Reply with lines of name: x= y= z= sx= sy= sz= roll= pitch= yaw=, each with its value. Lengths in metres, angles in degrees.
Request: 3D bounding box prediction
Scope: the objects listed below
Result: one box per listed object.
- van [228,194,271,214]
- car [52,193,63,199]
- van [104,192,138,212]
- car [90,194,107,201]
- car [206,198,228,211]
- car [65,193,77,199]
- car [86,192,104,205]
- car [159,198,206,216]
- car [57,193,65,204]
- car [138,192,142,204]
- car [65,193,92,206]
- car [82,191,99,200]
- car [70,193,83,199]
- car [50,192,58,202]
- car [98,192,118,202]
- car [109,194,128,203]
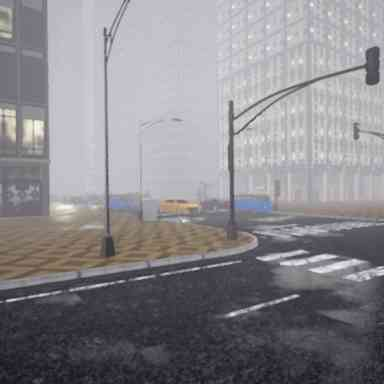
van: x=5.511 y=1.093 z=31.133 sx=1.690 sy=1.788 sz=3.998 roll=-1 pitch=1 yaw=-34
car: x=-35.447 y=0.988 z=87.537 sx=1.994 sy=1.385 sz=4.181 roll=-1 pitch=1 yaw=-34
van: x=-7.698 y=1.148 z=35.639 sx=1.690 sy=1.788 sz=3.998 roll=-1 pitch=1 yaw=-34
car: x=-19.154 y=1.100 z=67.945 sx=1.947 sy=1.339 sz=4.313 roll=-1 pitch=1 yaw=-34
car: x=2.366 y=1.271 z=35.693 sx=1.887 sy=1.381 sz=4.507 roll=-1 pitch=1 yaw=-34
car: x=-31.536 y=0.947 z=86.524 sx=1.752 sy=1.417 sz=4.829 roll=-1 pitch=1 yaw=-34
car: x=-14.606 y=1.198 z=50.788 sx=1.837 sy=1.490 sz=4.892 roll=-1 pitch=0 yaw=-33
car: x=-1.202 y=1.289 z=30.557 sx=1.882 sy=1.535 sz=5.008 roll=-1 pitch=1 yaw=-34
car: x=-19.984 y=1.248 z=54.078 sx=2.008 sy=1.369 sz=4.403 roll=-1 pitch=1 yaw=-34
car: x=-9.940 y=0.933 z=54.114 sx=2.192 sy=1.841 sz=5.009 roll=-1 pitch=1 yaw=-34
car: x=-16.912 y=1.291 z=49.469 sx=1.947 sy=1.339 sz=4.313 roll=-1 pitch=1 yaw=-34
car: x=-22.227 y=0.821 z=72.553 sx=2.192 sy=1.841 sz=5.009 roll=-1 pitch=1 yaw=-34
car: x=-28.369 y=1.001 z=81.774 sx=2.008 sy=1.369 sz=4.403 roll=-1 pitch=1 yaw=-34
car: x=-26.127 y=1.224 z=63.298 sx=1.802 sy=1.307 sz=4.206 roll=-1 pitch=1 yaw=-34
car: x=-16.084 y=0.877 z=63.334 sx=2.192 sy=1.841 sz=5.009 roll=-1 pitch=1 yaw=-34
car: x=-13.011 y=1.135 z=58.725 sx=1.887 sy=1.381 sz=4.507 roll=-1 pitch=1 yaw=-34
